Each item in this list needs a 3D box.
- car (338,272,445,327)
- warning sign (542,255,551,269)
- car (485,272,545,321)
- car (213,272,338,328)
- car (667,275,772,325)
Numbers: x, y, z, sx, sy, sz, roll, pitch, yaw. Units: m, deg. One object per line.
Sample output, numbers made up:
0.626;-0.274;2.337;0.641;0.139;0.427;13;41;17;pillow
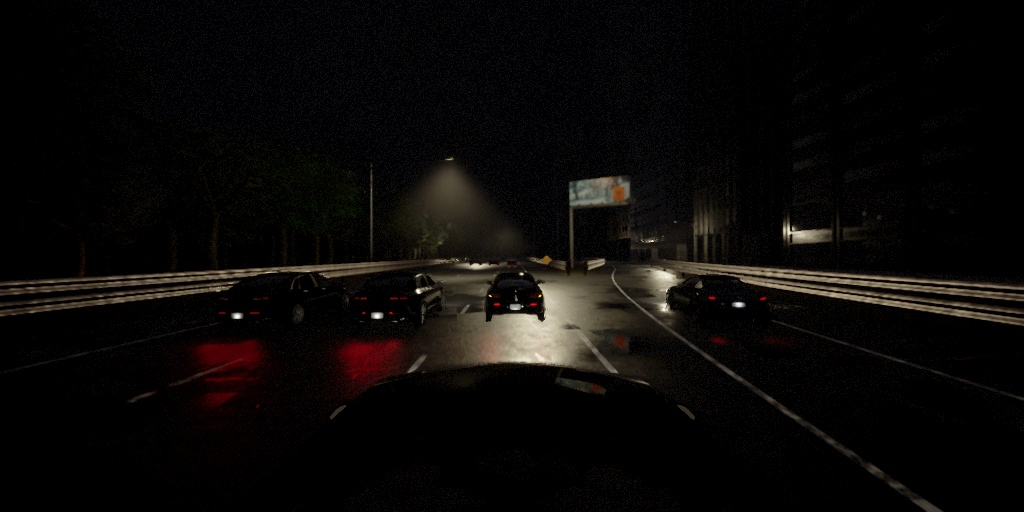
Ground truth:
-3.399;1.252;11.459;1.837;1.490;4.892;0;0;0;car
4.551;0.788;46.897;1.300;1.860;1.060;0;0;0;warning sign
0.086;1.272;12.398;1.812;1.442;4.674;0;0;0;car
-6.898;1.252;11.423;1.837;1.490;4.892;0;0;0;car
6.563;1.305;11.834;1.994;1.385;4.181;0;0;9;car
